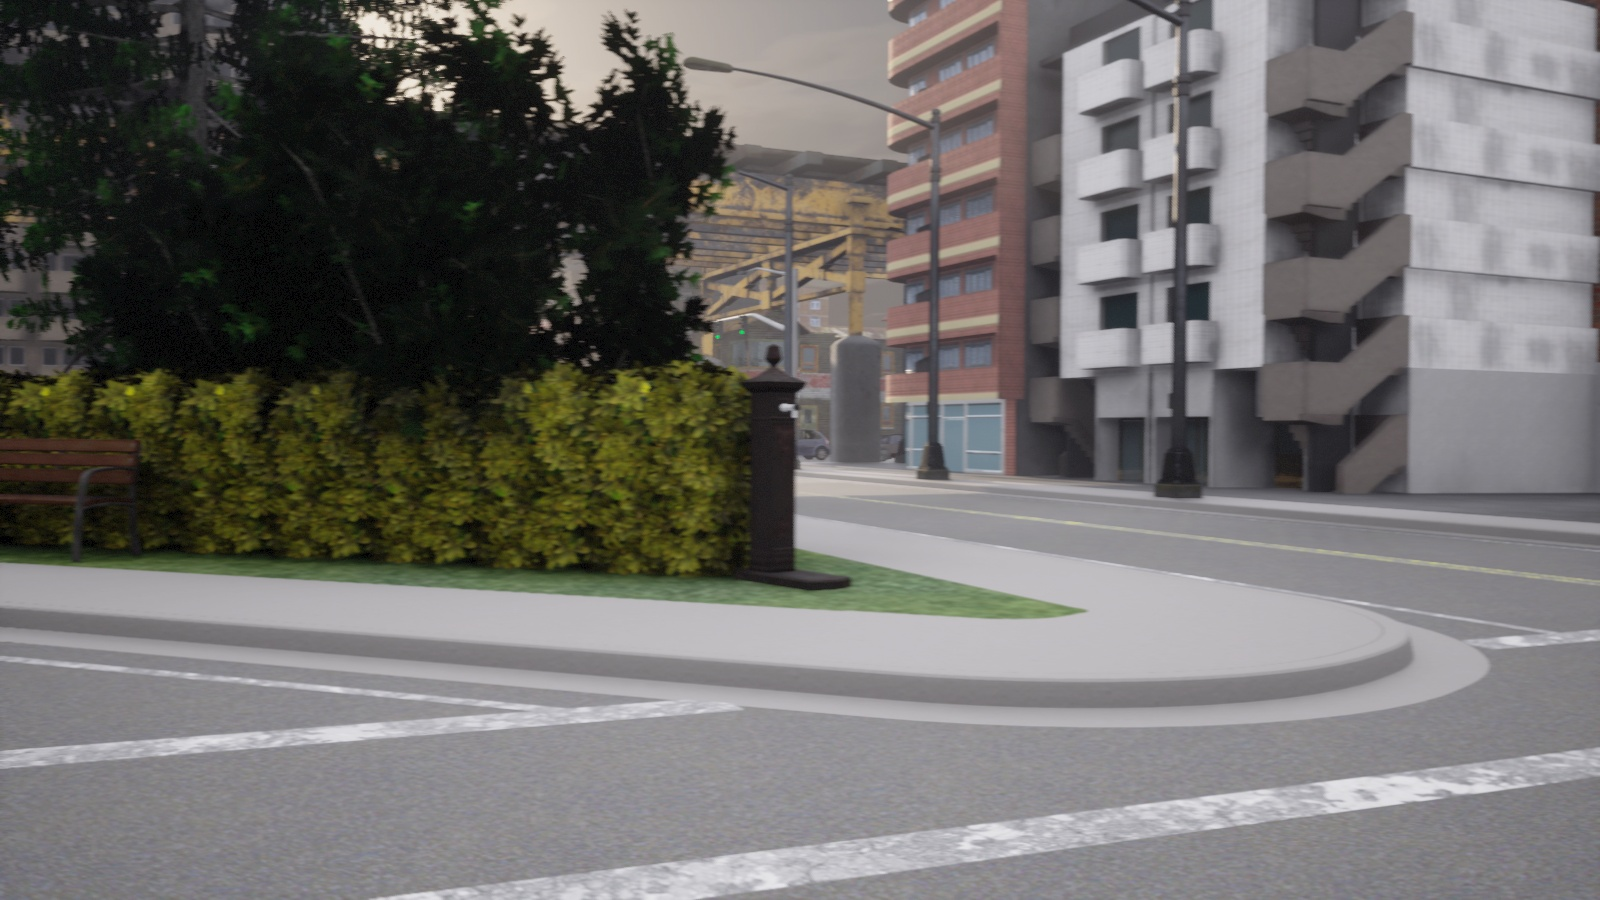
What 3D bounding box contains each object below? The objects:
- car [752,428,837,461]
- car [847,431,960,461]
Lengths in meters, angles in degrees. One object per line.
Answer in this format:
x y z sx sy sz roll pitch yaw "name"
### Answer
-0.297 -0.321 64.872 3.988 1.617 1.851 -1 1 -25 "car"
5.259 -0.217 63.567 5.357 1.411 2.033 -1 1 -25 "car"
